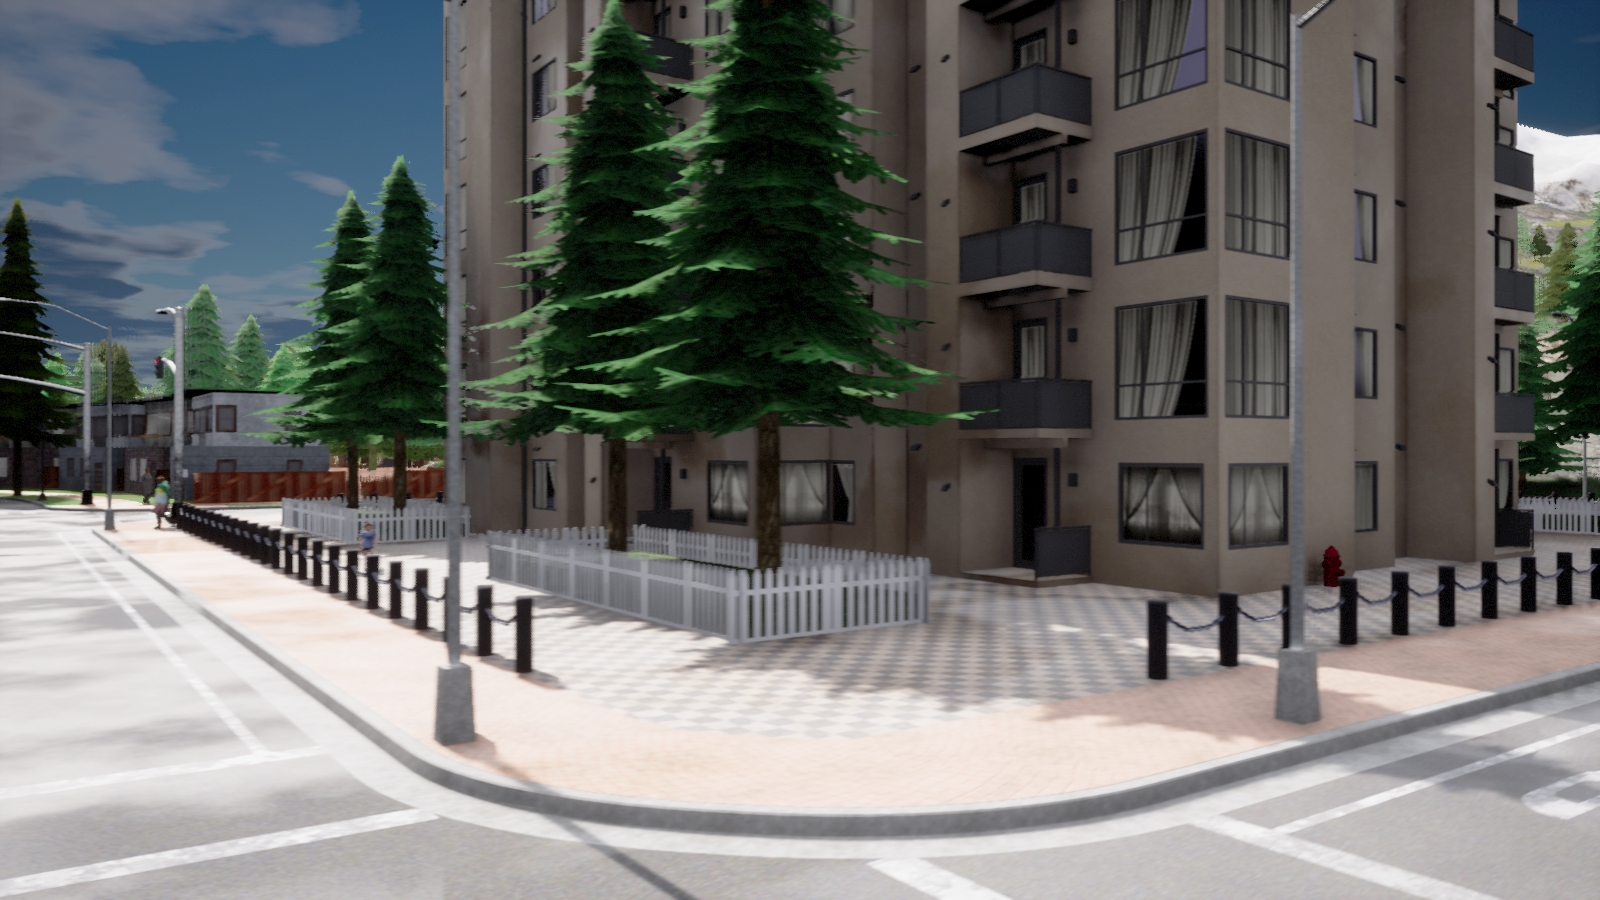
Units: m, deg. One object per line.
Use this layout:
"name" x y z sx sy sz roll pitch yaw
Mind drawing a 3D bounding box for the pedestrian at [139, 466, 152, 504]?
"pedestrian" -32.699 1.750 57.082 0.375 1.860 0.375 0 0 23

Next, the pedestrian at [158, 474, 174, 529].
"pedestrian" -21.737 1.751 39.181 0.375 1.860 0.375 0 0 42

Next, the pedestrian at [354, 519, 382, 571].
"pedestrian" -9.614 2.104 25.430 0.500 1.100 0.500 0 0 -32
